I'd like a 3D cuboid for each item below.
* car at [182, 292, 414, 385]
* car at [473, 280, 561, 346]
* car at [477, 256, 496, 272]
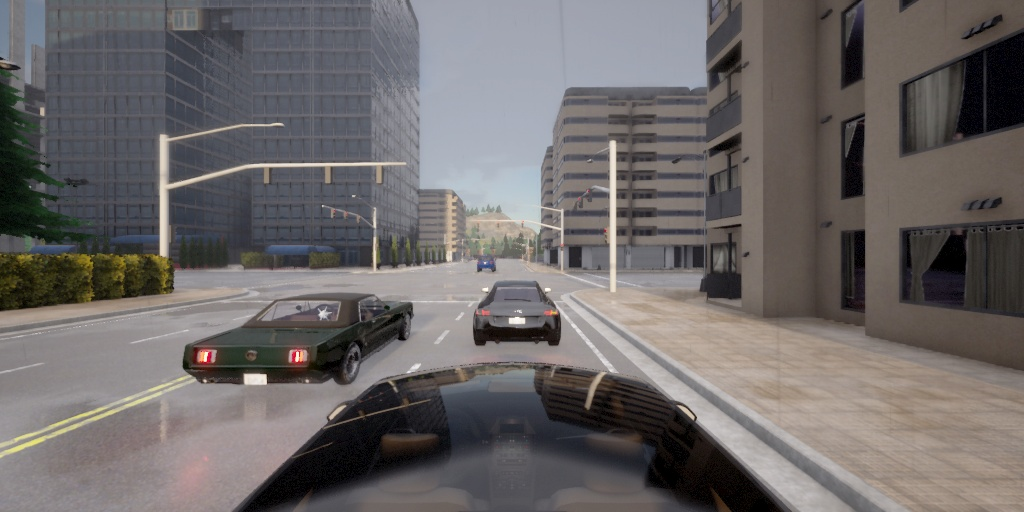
[{"bbox_3d":[-3.386,1.353,6.978,1.895,1.301,4.718,0,0,0],"label":"car"},{"bbox_3d":[0.123,1.317,9.458,1.994,1.385,4.181,0,0,0],"label":"car"},{"bbox_3d":[-3.247,0.990,46.214,2.150,2.045,5.566,0,0,0],"label":"car"}]
